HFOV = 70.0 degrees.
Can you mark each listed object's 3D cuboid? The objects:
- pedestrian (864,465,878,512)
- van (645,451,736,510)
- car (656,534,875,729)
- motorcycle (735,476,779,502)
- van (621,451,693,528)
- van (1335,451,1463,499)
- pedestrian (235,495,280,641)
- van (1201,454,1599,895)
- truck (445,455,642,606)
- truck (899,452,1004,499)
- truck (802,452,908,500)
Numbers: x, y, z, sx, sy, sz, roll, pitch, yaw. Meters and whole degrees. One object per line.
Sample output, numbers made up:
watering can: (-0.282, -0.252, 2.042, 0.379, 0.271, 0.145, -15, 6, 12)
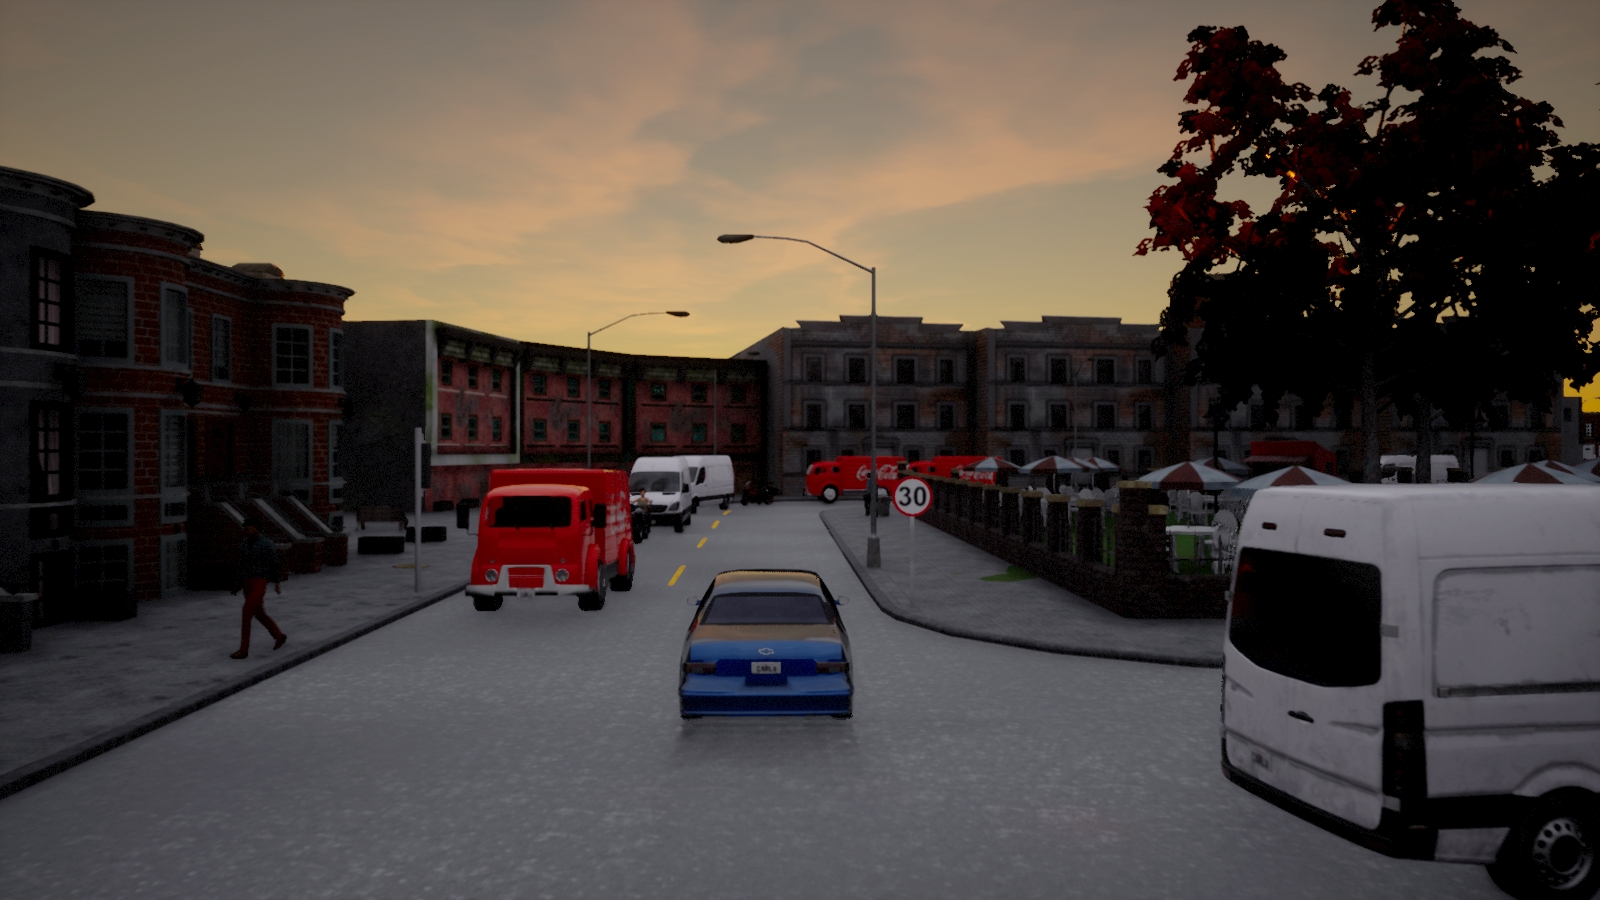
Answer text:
pedestrian: (2.819, 1.524, 45.337, 0.375, 1.860, 0.375, 0, 0, -30)
van: (-4.920, 1.315, 52.568, 1.988, 2.561, 5.915, 0, 0, 18)
car: (-0.380, 1.886, 13.297, 2.033, 1.411, 5.357, 0, 0, -1)
motorcycle: (-2.184, 1.986, 58.179, 2.209, 1.251, 0.867, 0, 0, -43)
van: (-5.028, 1.314, 41.000, 1.988, 2.561, 5.915, 0, 0, -1)
van: (32.461, 1.315, 62.017, 5.915, 2.561, 1.988, 0, 0, -1)
pedestrian: (-7.081, 1.526, 14.918, 0.375, 1.860, 0.375, 0, 0, 18)
van: (6.126, 1.315, 8.253, 5.915, 2.561, 1.988, 0, 0, -12)
truck: (-4.566, 1.361, 21.329, 2.627, 2.467, 5.204, 0, -1, -2)
truck: (8.089, 1.348, 61.429, 5.204, 2.467, 2.627, 0, 0, -2)
truck: (2.891, 1.349, 61.050, 5.204, 2.467, 2.627, 0, 0, -8)
